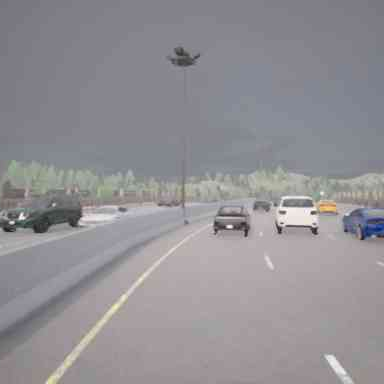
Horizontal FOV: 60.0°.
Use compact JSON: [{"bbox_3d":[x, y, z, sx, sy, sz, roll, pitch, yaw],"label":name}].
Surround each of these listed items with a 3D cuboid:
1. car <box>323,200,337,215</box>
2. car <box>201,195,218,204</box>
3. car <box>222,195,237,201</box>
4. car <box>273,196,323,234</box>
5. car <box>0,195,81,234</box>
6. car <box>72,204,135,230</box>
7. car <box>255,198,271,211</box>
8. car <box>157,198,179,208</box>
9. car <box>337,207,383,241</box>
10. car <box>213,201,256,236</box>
[{"bbox_3d":[14.251,1.545,35.390,1.882,1.535,5.008,0,0,17],"label":"car"},{"bbox_3d":[3.193,1.375,59.556,2.097,1.767,4.553,0,0,18],"label":"car"},{"bbox_3d":[6.678,1.389,58.979,2.097,1.767,4.553,0,0,18],"label":"car"},{"bbox_3d":[6.118,1.251,19.850,2.150,2.045,5.566,0,0,13],"label":"car"},{"bbox_3d":[-8.493,1.187,19.384,2.150,2.045,5.566,0,0,11],"label":"car"},{"bbox_3d":[-4.845,1.507,19.613,1.812,1.442,4.674,0,0,12],"label":"car"},{"bbox_3d":[8.563,1.548,40.729,1.837,1.490,4.892,0,0,17],"label":"car"},{"bbox_3d":[-3.485,1.540,49.789,2.033,1.411,5.357,0,0,17],"label":"car"},{"bbox_3d":[9.074,1.520,16.909,1.882,1.535,5.008,0,0,11],"label":"car"},{"bbox_3d":[2.355,1.504,18.856,2.128,1.511,4.902,0,0,12],"label":"car"}]
